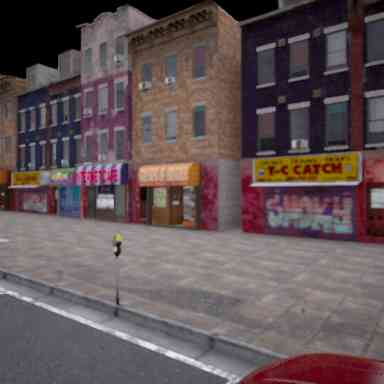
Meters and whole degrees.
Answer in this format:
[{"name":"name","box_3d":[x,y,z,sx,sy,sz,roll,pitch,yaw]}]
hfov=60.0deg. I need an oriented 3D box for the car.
[{"name":"car","box_3d":[2.138,1.557,1.296,4.507,1.381,1.887,1,0,36]}]
